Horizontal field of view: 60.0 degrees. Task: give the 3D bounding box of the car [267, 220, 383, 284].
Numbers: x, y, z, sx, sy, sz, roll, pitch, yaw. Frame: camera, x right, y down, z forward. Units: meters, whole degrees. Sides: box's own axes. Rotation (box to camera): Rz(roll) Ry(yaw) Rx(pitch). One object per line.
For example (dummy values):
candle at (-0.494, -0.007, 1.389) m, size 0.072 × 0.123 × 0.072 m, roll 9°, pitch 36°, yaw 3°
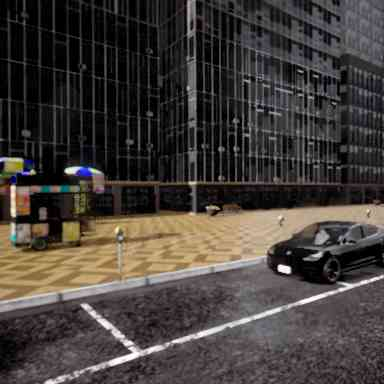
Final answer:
car at (4.044, 1.511, 9.440) m, size 4.313 × 1.339 × 1.947 m, roll 0°, pitch 0°, yaw -35°
